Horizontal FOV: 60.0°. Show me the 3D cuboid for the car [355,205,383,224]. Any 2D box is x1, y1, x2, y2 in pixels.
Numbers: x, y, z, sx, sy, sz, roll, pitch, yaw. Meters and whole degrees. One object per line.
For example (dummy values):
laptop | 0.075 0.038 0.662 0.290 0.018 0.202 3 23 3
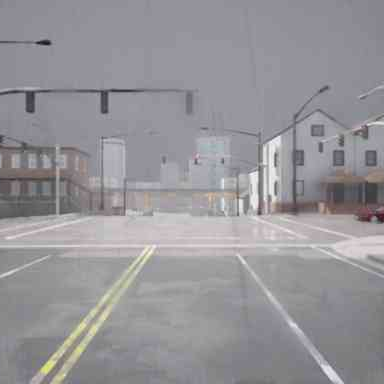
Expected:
car | 15.871 1.744 27.035 5.008 1.535 1.882 -1 -1 -1
